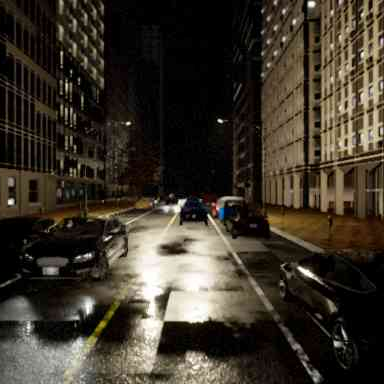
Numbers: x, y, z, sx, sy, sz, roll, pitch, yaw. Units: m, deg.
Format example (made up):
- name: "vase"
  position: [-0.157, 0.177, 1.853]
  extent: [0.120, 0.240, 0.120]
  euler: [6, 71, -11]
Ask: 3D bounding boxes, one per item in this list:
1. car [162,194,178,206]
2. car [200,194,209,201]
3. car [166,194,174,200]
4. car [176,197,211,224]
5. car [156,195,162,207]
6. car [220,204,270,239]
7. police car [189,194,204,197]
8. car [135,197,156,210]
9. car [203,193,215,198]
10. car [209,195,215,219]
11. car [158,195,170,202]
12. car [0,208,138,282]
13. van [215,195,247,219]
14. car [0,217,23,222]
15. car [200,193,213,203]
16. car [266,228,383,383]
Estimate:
- name: "car"
  position: [-3.056, 1.394, 50.551]
  extent: [1.895, 1.301, 4.718]
  euler: [0, 0, 0]
- name: "car"
  position: [2.730, 1.207, 73.797]
  extent: [1.752, 1.417, 4.829]
  euler: [0, 0, 0]
- name: "car"
  position: [-5.645, 1.205, 85.028]
  extent: [1.802, 1.307, 4.206]
  euler: [0, 0, 0]
- name: "car"
  position: [0.114, 1.388, 23.615]
  extent: [1.882, 1.535, 5.008]
  euler: [0, 0, 0]
- name: "car"
  position: [-5.665, 1.368, 45.183]
  extent: [2.008, 1.369, 4.403]
  euler: [0, 0, 0]
- name: "car"
  position: [2.701, 1.504, 16.706]
  extent: [1.947, 1.339, 4.313]
  euler: [0, 0, 0]
- name: "police car"
  position: [0.121, 1.260, 41.344]
  extent: [1.930, 1.638, 5.238]
  euler: [0, 0, 0]
- name: "car"
  position: [-5.668, 1.369, 39.320]
  extent: [1.752, 1.417, 4.829]
  euler: [0, 0, 0]
- name: "car"
  position: [2.720, 1.107, 50.858]
  extent: [2.192, 1.841, 5.009]
  euler: [0, 0, 0]
- name: "car"
  position: [2.707, 1.333, 28.091]
  extent: [1.967, 1.590, 4.097]
  euler: [0, 0, 0]
- name: "car"
  position: [-5.653, 1.261, 67.952]
  extent: [2.008, 1.369, 4.403]
  euler: [0, 0, 0]
- name: "car"
  position: [-3.095, 1.456, 9.741]
  extent: [2.128, 1.511, 4.902]
  euler: [0, 0, 0]
- name: "van"
  position: [2.705, 1.257, 22.399]
  extent: [1.690, 1.788, 3.998]
  euler: [0, 0, 0]
- name: "car"
  position: [-5.683, 1.526, 11.027]
  extent: [1.947, 1.339, 4.313]
  euler: [0, 0, 0]
- name: "car"
  position: [2.726, 1.053, 62.243]
  extent: [2.192, 1.841, 5.009]
  euler: [0, 0, 0]
- name: "car"
  position: [2.695, 1.547, 5.322]
  extent: [1.947, 1.339, 4.313]
  euler: [0, 0, 0]
